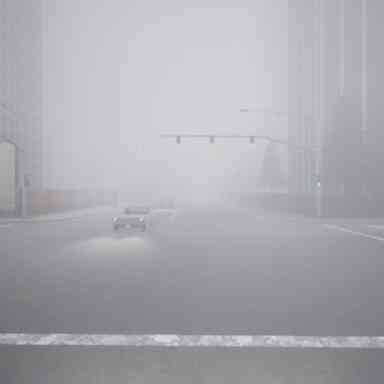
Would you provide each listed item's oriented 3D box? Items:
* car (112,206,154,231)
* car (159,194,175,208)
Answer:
[{"bbox_3d":[-3.475,1.567,20.330,1.895,1.301,4.718,0,0,0],"label":"car"},{"bbox_3d":[-3.444,1.464,46.581,2.128,1.511,4.902,0,0,0],"label":"car"}]
